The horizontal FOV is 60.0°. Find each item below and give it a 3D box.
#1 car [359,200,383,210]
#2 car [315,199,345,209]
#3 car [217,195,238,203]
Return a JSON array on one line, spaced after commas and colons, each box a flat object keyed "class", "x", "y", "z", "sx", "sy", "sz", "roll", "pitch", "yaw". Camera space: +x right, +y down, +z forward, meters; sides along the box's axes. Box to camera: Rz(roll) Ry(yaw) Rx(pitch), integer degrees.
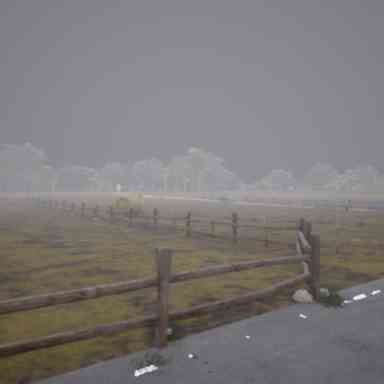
[{"class": "car", "x": 25.867, "y": 1.843, "z": 45.751, "sx": 2.033, "sy": 1.411, "sz": 5.357, "roll": 2, "pitch": -1, "yaw": -36}, {"class": "car", "x": 20.132, "y": 1.762, "z": 48.615, "sx": 1.994, "sy": 1.385, "sz": 4.181, "roll": 2, "pitch": -1, "yaw": -36}, {"class": "car", "x": 7.099, "y": 1.348, "z": 66.960, "sx": 1.837, "sy": 1.490, "sz": 4.892, "roll": 2, "pitch": 0, "yaw": -35}]
